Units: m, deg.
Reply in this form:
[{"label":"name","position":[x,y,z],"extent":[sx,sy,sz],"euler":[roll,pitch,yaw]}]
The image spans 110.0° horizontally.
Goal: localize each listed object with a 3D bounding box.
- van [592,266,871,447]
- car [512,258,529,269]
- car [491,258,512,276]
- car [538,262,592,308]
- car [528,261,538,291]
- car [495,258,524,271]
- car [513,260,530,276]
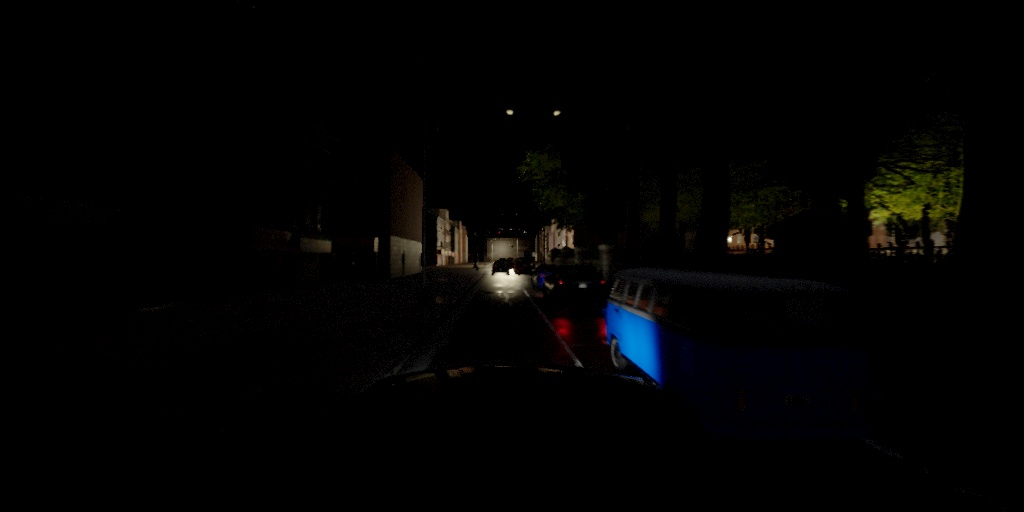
[{"label":"van","position":[2.553,1.096,5.146],"extent":[1.690,1.789,3.998],"euler":[0,0,-2]},{"label":"car","position":[1.209,1.141,43.267],"extent":[2.192,1.841,5.009],"euler":[0,0,-2]},{"label":"car","position":[-1.233,1.291,39.110],"extent":[1.882,1.535,5.008],"euler":[0,-1,-2]},{"label":"car","position":[2.541,1.120,15.401],"extent":[2.097,1.767,4.553],"euler":[0,0,-2]},{"label":"car","position":[2.321,1.256,22.428],"extent":[1.882,1.535,5.008],"euler":[0,0,-2]},{"label":"car","position":[-0.290,1.201,52.388],"extent":[2.097,1.767,4.553],"euler":[0,0,35]},{"label":"car","position":[1.401,1.393,37.821],"extent":[1.802,1.307,4.207],"euler":[0,0,-2]}]
